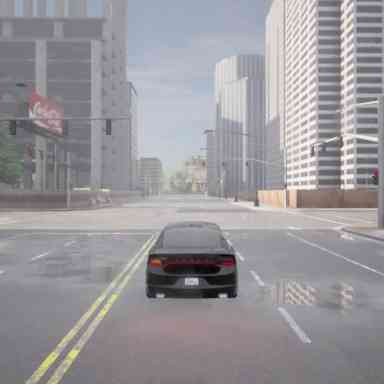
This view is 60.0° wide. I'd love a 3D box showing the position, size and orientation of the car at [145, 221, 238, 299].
[{"bbox_3d":[0.002,1.478,8.523,1.882,1.535,5.008,0,0,0],"label":"car"}]
